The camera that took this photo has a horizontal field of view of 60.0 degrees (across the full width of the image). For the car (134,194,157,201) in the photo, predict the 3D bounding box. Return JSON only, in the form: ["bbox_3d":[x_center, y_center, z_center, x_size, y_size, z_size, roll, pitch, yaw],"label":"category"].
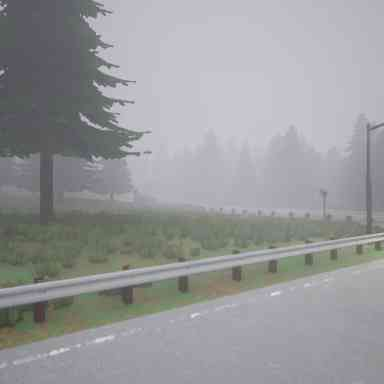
[{"bbox_3d":[-8.003,1.297,56.727,2.150,2.045,5.566,0,0,-34],"label":"car"}]
